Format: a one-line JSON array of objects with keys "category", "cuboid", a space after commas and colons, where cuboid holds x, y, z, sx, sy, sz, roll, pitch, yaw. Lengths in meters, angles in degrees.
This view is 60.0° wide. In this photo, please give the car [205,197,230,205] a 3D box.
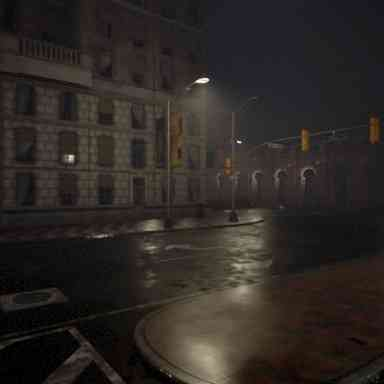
[{"category": "car", "cuboid": [4.519, 1.601, 59.413, 1.895, 1.301, 4.718, 0, 0, -35]}]

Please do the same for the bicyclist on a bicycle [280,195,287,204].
[{"category": "bicyclist on a bicycle", "cuboid": [15.528, 1.301, 56.489, 1.656, 1.620, 0.582, 0, 0, -36]}]

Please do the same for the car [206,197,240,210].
[{"category": "car", "cuboid": [3.295, 1.548, 42.730, 2.033, 1.411, 5.357, 0, 0, -36]}]

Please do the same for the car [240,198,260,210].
[{"category": "car", "cuboid": [6.758, 1.507, 43.921, 1.837, 1.490, 4.892, 0, -1, -36]}]
